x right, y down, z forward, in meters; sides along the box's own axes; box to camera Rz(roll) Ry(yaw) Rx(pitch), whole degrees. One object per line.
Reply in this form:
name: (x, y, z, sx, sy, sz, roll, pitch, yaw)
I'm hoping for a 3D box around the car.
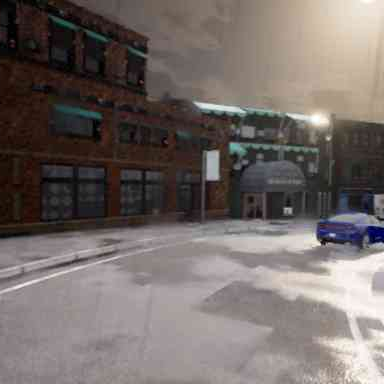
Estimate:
car: (7.657, 1.699, 15.507, 5.008, 1.535, 1.882, 2, -1, -43)
